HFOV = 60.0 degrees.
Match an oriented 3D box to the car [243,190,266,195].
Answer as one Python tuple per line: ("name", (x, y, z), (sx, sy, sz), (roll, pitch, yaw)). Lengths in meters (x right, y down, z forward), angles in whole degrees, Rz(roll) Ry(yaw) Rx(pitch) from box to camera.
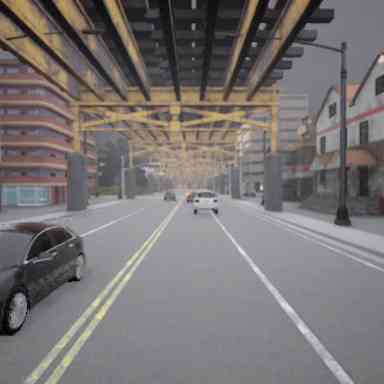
("car", (13.626, 0.094, 72.564), (4.536, 1.218, 1.853), (1, 1, 25))

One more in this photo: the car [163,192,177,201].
("car", (-3.509, 0.733, 53.442), (1.812, 1.442, 4.674), (0, 1, 0))

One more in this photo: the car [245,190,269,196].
("car", (13.302, 0.181, 68.446), (4.536, 1.218, 1.853), (0, 1, -20))

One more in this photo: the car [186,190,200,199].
("car", (0.186, 0.449, 64.580), (1.882, 1.535, 5.008), (0, 1, -10))

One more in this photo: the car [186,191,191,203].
("car", (0.195, 0.856, 49.247), (1.994, 1.385, 4.181), (0, 1, 0))

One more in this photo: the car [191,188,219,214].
("car", (1.221, 0.872, 30.658), (2.150, 2.045, 5.566), (0, 1, 0))

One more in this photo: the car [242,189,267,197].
("car", (13.579, 0.251, 72.589), (4.974, 1.542, 2.038), (1, 1, 25))

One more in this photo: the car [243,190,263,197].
("car", (13.253, 0.339, 68.431), (4.974, 1.542, 2.038), (0, 1, -20))

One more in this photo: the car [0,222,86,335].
("car", (-3.602, 1.439, 6.638), (1.837, 1.490, 4.892), (0, 1, 0))
